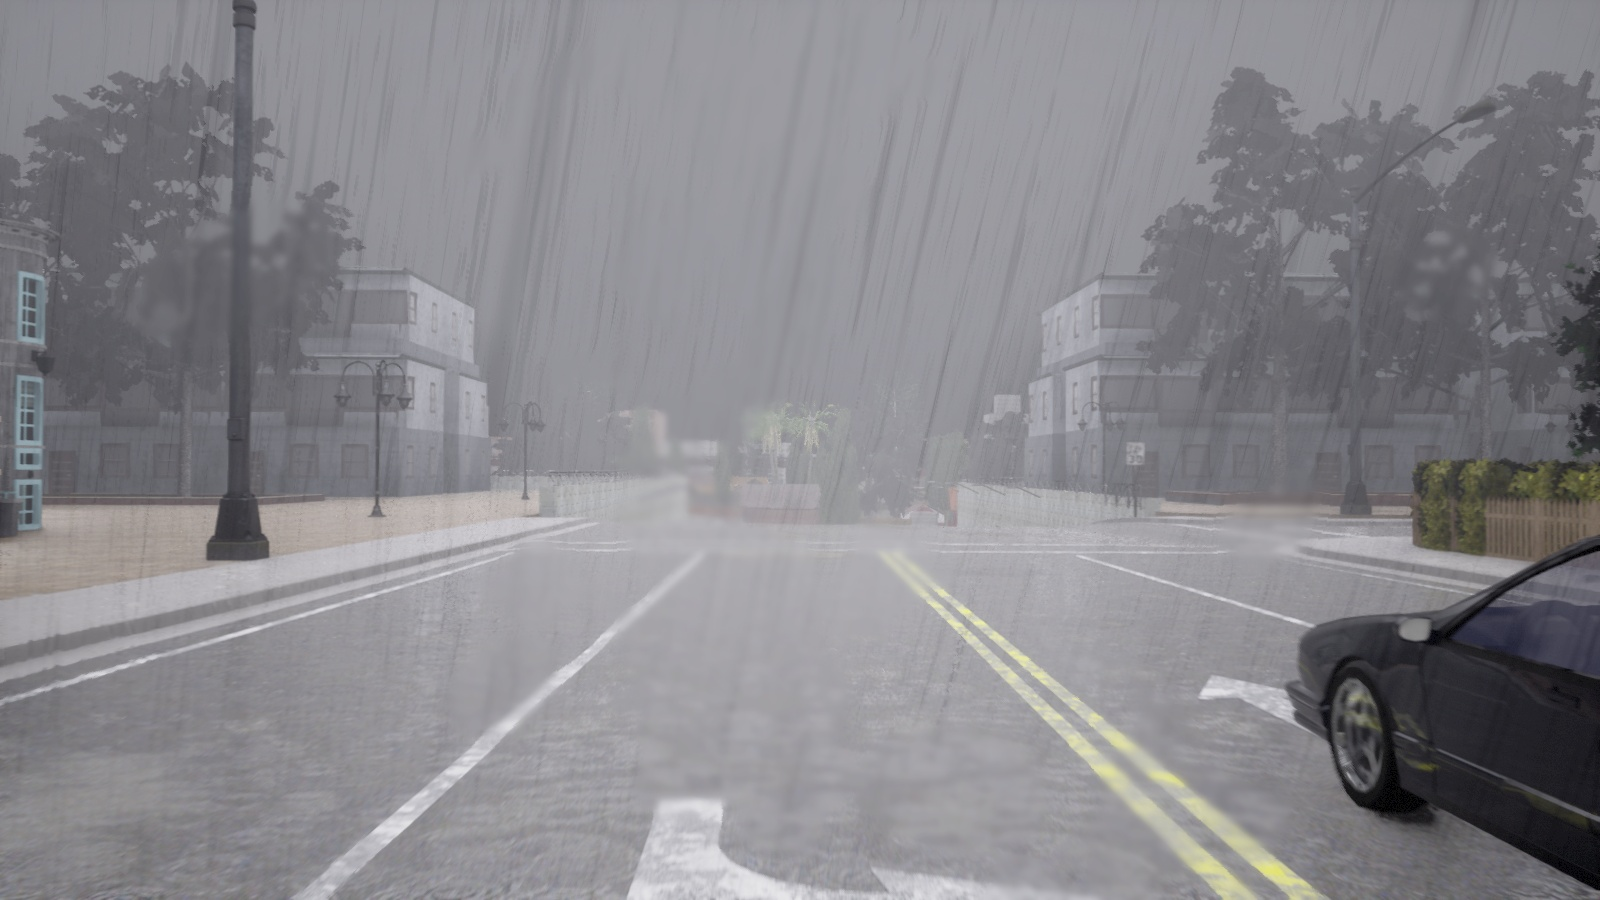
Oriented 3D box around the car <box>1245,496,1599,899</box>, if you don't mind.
[{"bbox_3d":[3.490,0.920,4.268,2.033,1.411,5.357,0,-1,0],"label":"car"}]
